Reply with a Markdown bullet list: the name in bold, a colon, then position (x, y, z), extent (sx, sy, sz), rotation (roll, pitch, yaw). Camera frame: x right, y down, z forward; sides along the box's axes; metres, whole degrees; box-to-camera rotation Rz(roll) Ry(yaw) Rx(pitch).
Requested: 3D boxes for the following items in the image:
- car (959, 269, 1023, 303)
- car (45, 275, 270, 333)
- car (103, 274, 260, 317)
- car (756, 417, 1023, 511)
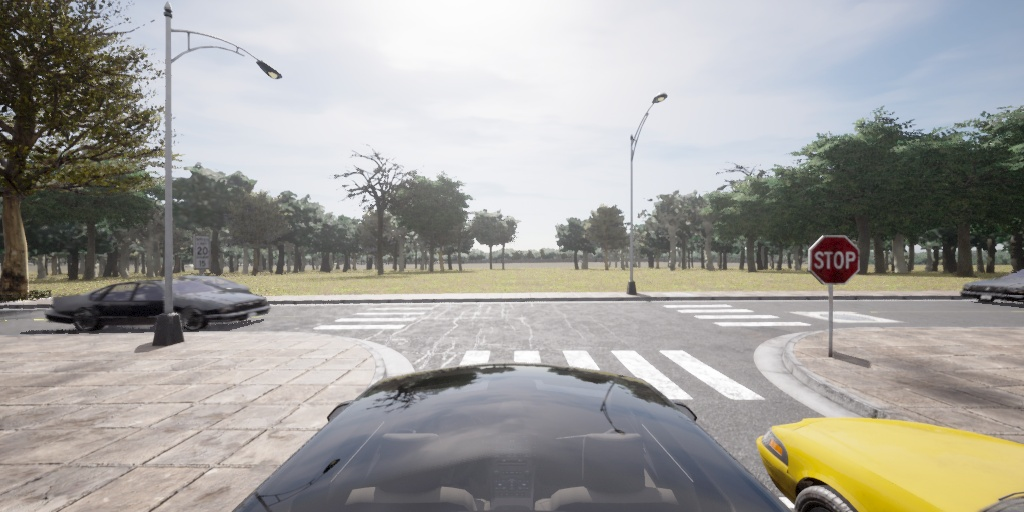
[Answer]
- **car**: position (20.322, 1.134, 13.327), extent (5.357, 1.411, 2.033), rotation (0, 0, 1)
- **car**: position (-10.433, 1.407, 10.759), extent (5.357, 1.411, 2.033), rotation (-1, 0, 1)
- **car**: position (-12.447, 1.450, 13.733), extent (4.181, 1.385, 1.994), rotation (-1, 0, 1)
- **car**: position (2.628, 1.275, 0.628), extent (1.751, 1.417, 4.829), rotation (0, 0, 0)
